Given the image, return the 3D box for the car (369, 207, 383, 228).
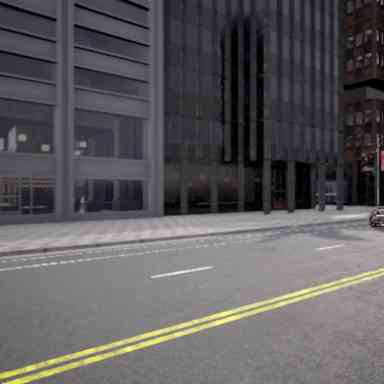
[{"bbox_3d":[13.254,1.369,21.116,4.553,1.767,2.097,0,0,-35],"label":"car"}]
